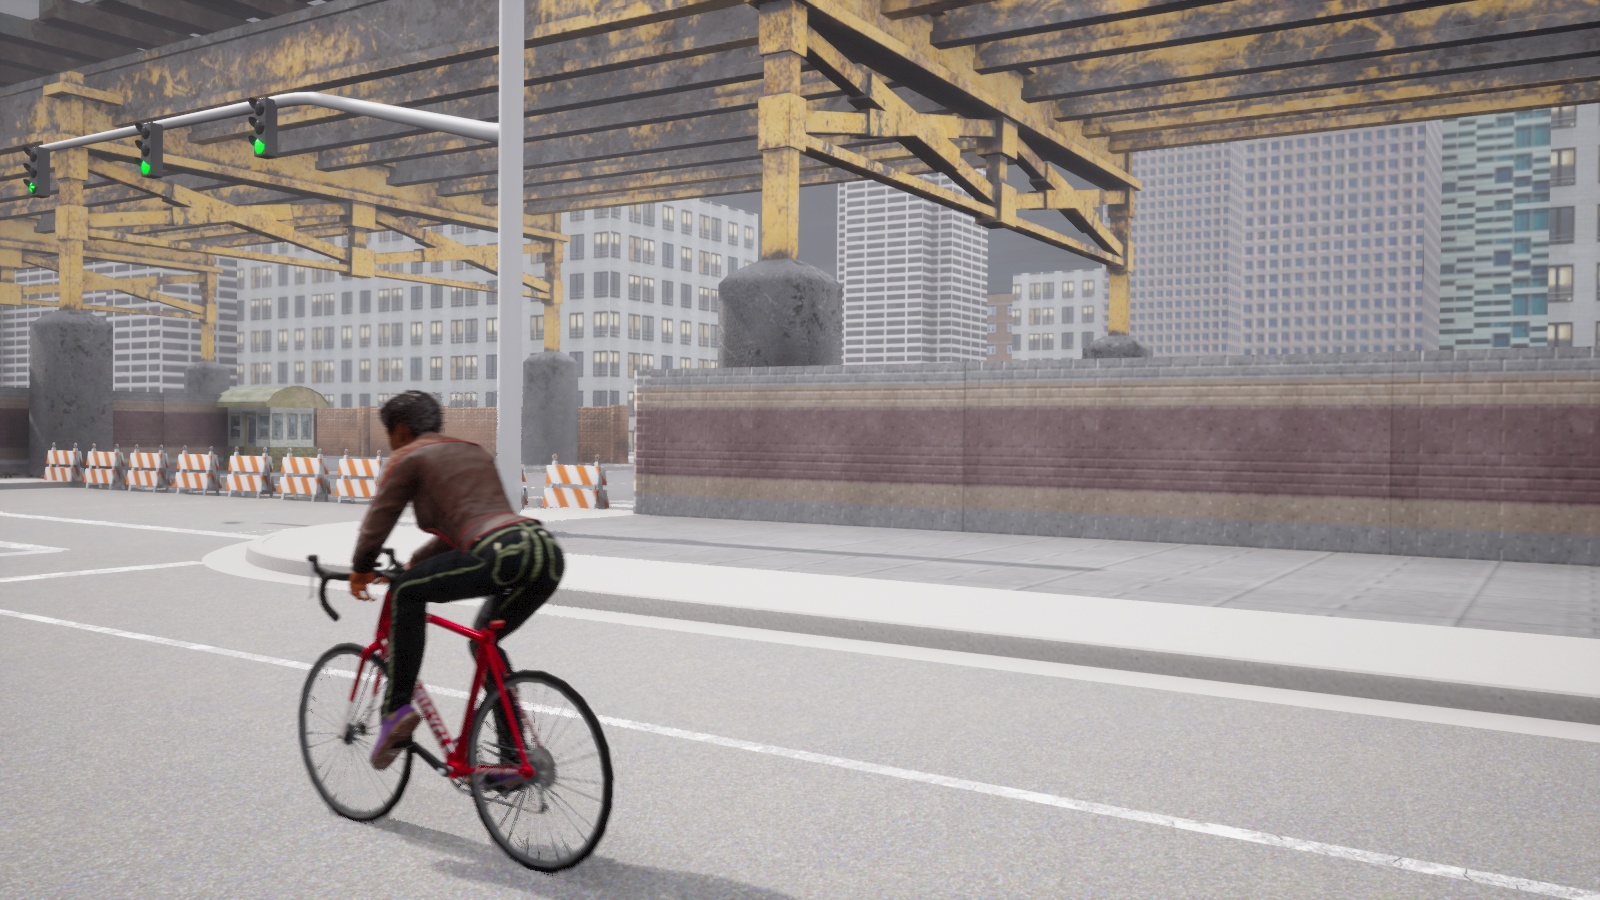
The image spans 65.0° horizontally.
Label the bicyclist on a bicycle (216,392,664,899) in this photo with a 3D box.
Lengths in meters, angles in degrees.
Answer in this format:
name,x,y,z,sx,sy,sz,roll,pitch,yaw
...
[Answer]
name,x,y,z,sx,sy,sz,roll,pitch,yaw
bicyclist on a bicycle,-1.328,0.635,4.504,1.656,1.620,0.582,0,1,34
